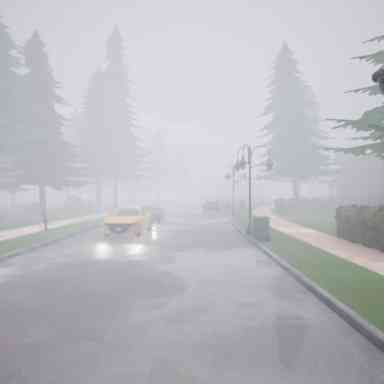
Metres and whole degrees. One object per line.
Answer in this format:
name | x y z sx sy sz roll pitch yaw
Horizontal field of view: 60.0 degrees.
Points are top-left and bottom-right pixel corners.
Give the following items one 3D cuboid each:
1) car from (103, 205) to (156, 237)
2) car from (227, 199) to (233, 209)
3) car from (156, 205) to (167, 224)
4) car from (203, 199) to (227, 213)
car | -3.465 1.541 18.558 1.882 1.535 5.008 0 0 2
car | 4.671 1.729 48.035 1.994 1.385 4.181 0 0 16
car | -3.181 1.697 25.803 1.994 1.385 4.181 0 0 4
car | 2.456 1.626 38.985 2.128 1.511 4.902 0 0 11
